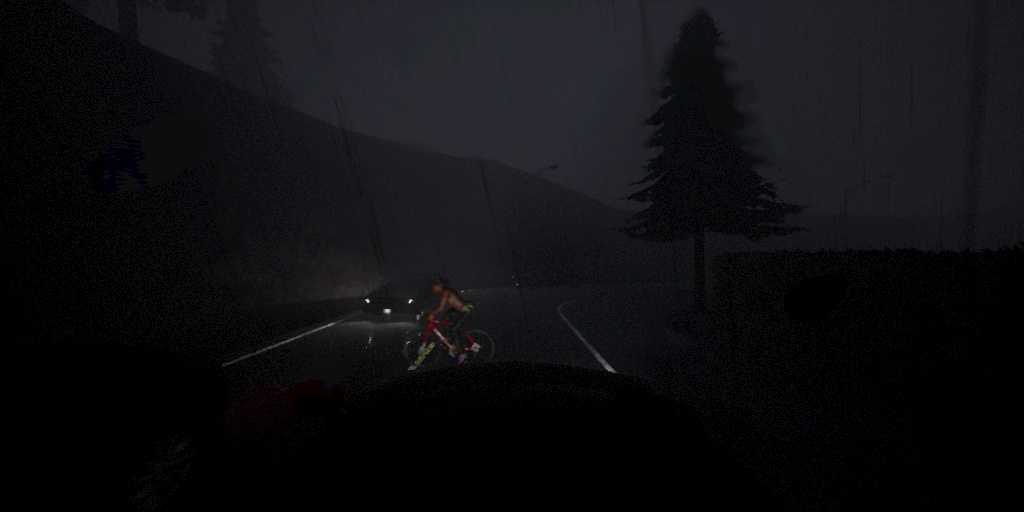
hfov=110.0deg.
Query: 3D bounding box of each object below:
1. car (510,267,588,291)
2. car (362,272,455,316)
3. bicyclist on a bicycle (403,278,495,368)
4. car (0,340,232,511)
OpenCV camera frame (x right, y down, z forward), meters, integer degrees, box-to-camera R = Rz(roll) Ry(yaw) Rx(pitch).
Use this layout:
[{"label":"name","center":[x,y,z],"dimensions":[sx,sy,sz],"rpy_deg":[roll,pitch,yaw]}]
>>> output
[{"label":"car","center":[2.289,1.375,22.218],"dimensions":[4.718,1.301,1.895],"rpy_deg":[0,0,-27]},{"label":"car","center":[-3.608,1.312,13.703],"dimensions":[2.033,1.411,5.357],"rpy_deg":[0,0,5]},{"label":"bicyclist on a bicycle","center":[-1.144,1.210,6.441],"dimensions":[1.656,1.620,0.582],"rpy_deg":[-2,0,0]},{"label":"car","center":[-3.567,1.257,1.364],"dimensions":[1.837,1.490,4.892],"rpy_deg":[0,-1,0]}]
